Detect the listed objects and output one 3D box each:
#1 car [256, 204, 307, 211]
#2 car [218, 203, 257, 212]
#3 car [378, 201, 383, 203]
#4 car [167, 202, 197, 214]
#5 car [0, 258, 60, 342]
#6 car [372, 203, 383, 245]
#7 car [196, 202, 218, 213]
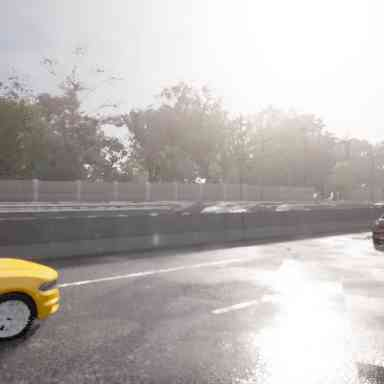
[{"bbox_3d":[7.657,1.764,26.641,4.674,1.442,1.812,1,0,-35],"label":"car"},{"bbox_3d":[5.233,1.781,29.212,5.357,1.411,2.033,1,0,-35],"label":"car"},{"bbox_3d":[33.635,2.231,57.934,5.357,1.411,2.033,1,0,-35],"label":"car"},{"bbox_3d":[0.104,1.767,34.152,5.357,1.411,2.033,1,0,-35],"label":"car"},{"bbox_3d":[-4.567,1.467,4.788,5.008,1.535,1.882,1,0,-35],"label":"car"},{"bbox_3d":[10.392,1.542,15.451,4.553,1.767,2.097,1,0,-35],"label":"car"},{"bbox_3d":[3.076,1.758,31.981,4.674,1.442,1.812,1,0,-35],"label":"car"}]
